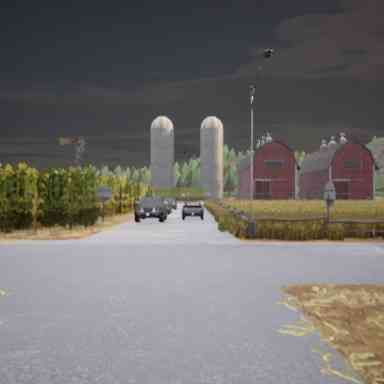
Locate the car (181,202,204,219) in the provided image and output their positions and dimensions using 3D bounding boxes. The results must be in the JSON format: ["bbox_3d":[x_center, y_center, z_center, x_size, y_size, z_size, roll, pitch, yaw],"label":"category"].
[{"bbox_3d":[0.071,1.619,30.154,2.128,1.511,4.902,0,-1,0],"label":"car"}]

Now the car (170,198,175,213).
[{"bbox_3d":[-3.227,1.712,37.169,1.812,1.442,4.674,0,-1,0],"label":"car"}]

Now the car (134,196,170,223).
[{"bbox_3d":[-3.219,1.321,26.878,2.150,2.045,5.566,0,-1,0],"label":"car"}]

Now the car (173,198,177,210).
[{"bbox_3d":[-3.214,1.597,47.072,2.097,1.767,4.553,0,0,0],"label":"car"}]
